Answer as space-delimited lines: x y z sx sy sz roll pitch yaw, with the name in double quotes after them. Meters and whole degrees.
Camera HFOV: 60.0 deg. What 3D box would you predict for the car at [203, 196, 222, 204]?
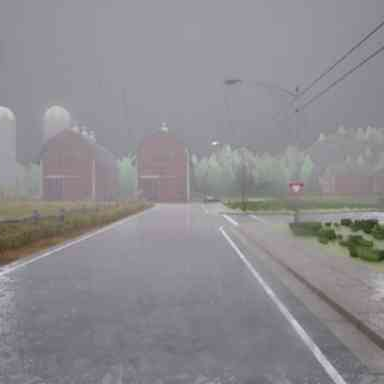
4.003 1.505 64.671 1.812 1.442 4.674 0 0 36 "car"
